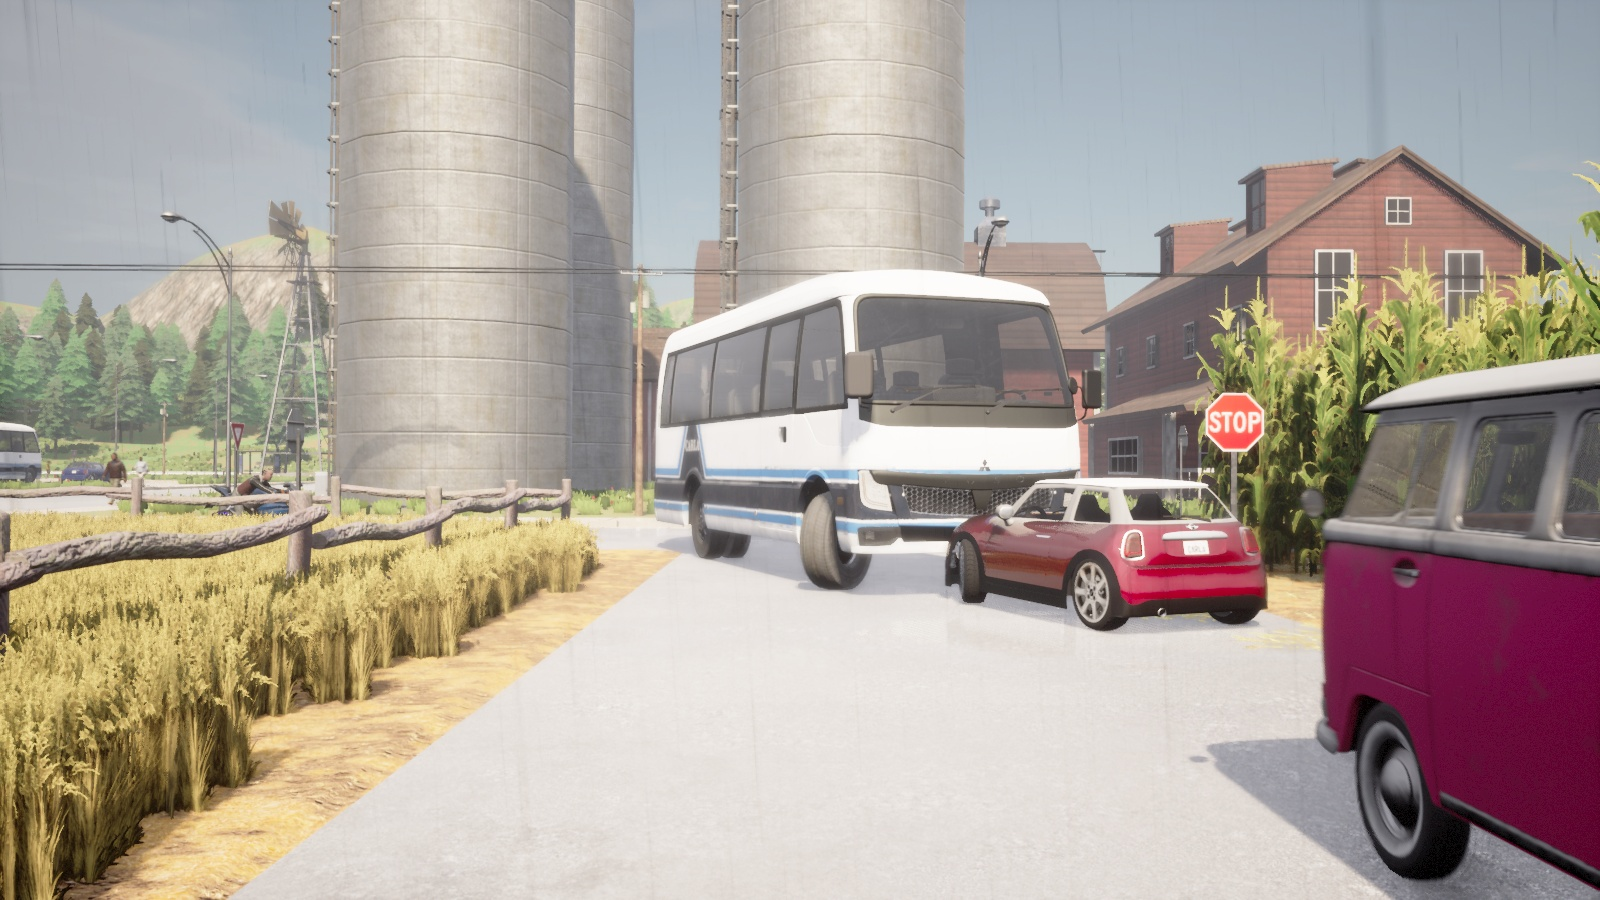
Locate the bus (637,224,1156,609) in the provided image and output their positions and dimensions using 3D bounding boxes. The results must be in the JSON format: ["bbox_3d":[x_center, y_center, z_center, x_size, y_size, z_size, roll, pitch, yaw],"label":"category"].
[{"bbox_3d":[0.635,-0.303,19.396,3.944,4.253,10.273,0,-1,-21],"label":"bus"}]

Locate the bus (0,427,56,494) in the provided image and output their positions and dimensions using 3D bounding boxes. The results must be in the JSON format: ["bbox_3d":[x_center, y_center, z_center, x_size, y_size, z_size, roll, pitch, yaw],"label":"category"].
[{"bbox_3d":[-52.624,0.687,80.520,3.944,4.253,10.273,0,-1,-1],"label":"bus"}]

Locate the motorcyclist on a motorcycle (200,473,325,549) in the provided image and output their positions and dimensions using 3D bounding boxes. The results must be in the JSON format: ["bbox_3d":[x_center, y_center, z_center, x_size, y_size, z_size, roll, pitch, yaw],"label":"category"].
[{"bbox_3d":[-11.014,1.241,25.760,2.191,1.530,0.866,0,-1,0],"label":"motorcyclist on a motorcycle"}]

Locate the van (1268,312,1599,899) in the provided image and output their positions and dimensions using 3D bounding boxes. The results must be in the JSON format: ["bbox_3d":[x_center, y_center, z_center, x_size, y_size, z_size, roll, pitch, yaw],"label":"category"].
[{"bbox_3d":[3.090,0.614,3.655,1.775,1.987,4.442,0,-1,0],"label":"van"}]

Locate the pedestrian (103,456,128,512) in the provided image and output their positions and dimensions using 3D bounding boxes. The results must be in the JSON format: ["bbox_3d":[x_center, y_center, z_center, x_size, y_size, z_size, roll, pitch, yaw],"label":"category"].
[{"bbox_3d":[-22.686,1.108,41.622,0.431,1.840,0.703,0,-1,3],"label":"pedestrian"}]

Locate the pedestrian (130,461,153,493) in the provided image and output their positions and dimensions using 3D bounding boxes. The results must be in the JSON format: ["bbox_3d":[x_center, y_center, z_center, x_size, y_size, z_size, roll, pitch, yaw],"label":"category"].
[{"bbox_3d":[-38.329,1.568,73.061,0.874,1.855,0.900,0,-1,-1],"label":"pedestrian"}]

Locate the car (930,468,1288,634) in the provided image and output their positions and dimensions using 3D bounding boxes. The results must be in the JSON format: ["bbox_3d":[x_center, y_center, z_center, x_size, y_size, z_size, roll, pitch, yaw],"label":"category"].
[{"bbox_3d":[3.171,0.967,13.719,1.970,1.475,3.806,-1,0,-21],"label":"car"}]
